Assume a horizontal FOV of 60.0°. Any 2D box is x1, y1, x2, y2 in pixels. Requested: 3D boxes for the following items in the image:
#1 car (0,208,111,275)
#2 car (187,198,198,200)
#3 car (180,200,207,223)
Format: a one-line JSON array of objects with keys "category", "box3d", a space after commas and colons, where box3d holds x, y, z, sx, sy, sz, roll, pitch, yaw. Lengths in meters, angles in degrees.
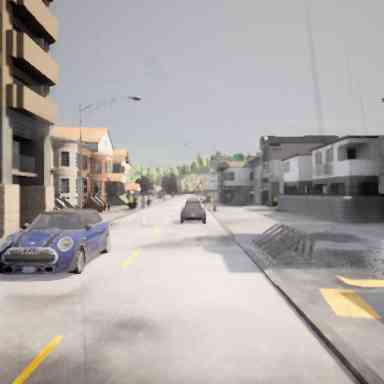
[{"category": "car", "box3d": [-4.089, 1.359, 10.578, 2.097, 1.767, 4.553, 0, 0, 0]}, {"category": "car", "box3d": [0.083, 1.504, 43.615, 1.882, 1.535, 5.008, 0, 0, 0]}, {"category": "car", "box3d": [0.087, 1.580, 25.545, 1.994, 1.385, 4.181, 0, 0, 0]}]
